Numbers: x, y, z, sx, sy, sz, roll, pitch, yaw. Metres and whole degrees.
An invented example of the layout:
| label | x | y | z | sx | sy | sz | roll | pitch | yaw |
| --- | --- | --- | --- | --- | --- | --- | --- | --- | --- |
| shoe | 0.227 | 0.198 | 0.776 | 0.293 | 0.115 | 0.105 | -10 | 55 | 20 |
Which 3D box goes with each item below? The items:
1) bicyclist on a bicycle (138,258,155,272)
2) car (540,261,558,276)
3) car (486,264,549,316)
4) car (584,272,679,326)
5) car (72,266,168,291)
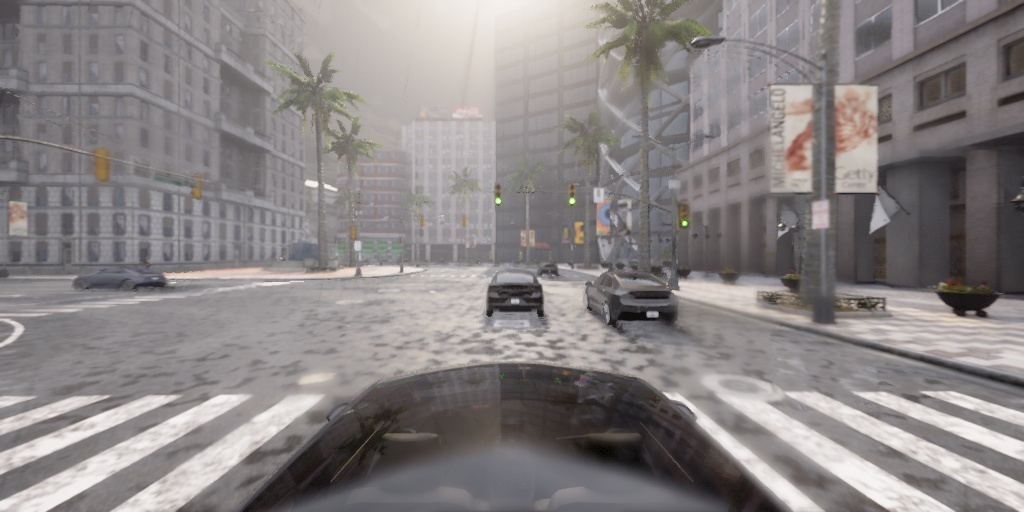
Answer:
| label | x | y | z | sx | sy | sz | roll | pitch | yaw |
| --- | --- | --- | --- | --- | --- | --- | --- | --- | --- |
| bicyclist on a bicycle | -32.676 | 1.024 | 32.012 | 0.582 | 1.620 | 1.656 | 0 | 0 | 0 |
| car | 3.596 | 1.223 | 36.765 | 1.837 | 1.490 | 4.892 | 0 | 0 | 0 |
| car | 0.100 | 1.217 | 13.337 | 1.882 | 1.535 | 5.008 | 0 | 0 | 0 |
| car | 3.600 | 1.246 | 11.598 | 1.837 | 1.490 | 4.892 | 0 | 0 | 0 |
| car | -23.019 | 1.297 | 21.156 | 4.181 | 1.385 | 1.994 | 0 | 0 | 1 |
